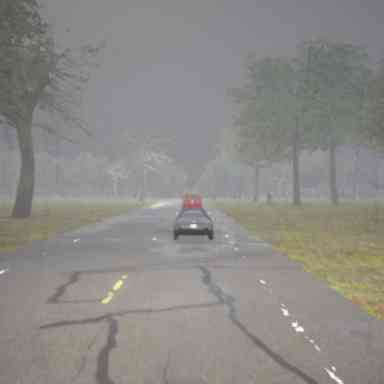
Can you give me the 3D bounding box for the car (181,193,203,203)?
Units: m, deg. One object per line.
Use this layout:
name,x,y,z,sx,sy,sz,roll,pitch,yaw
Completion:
car,0.028,1.127,36.728,2.150,2.045,5.566,0,0,0

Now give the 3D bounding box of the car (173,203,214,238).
car,0.063,1.512,17.196,1.994,1.385,4.181,0,0,0
